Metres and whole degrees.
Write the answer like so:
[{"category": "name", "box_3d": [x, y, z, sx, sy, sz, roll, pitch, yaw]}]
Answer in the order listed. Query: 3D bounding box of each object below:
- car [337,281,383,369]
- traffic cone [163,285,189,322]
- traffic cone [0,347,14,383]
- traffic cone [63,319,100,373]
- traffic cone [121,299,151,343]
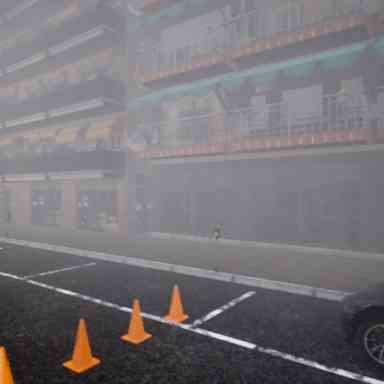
[{"category": "car", "box_3d": [4.135, 1.590, 4.035, 4.313, 1.339, 1.947, 0, 0, 36]}, {"category": "traffic cone", "box_3d": [-0.294, 1.986, 6.027, 0.340, 0.580, 0.340, 0, 0, 36]}, {"category": "traffic cone", "box_3d": [-2.044, 1.973, 3.591, 0.340, 0.580, 0.340, 0, 0, 36]}, {"category": "traffic cone", "box_3d": [-1.461, 1.977, 4.404, 0.340, 0.580, 0.340, 0, 0, 36]}, {"category": "traffic cone", "box_3d": [-0.877, 1.982, 5.215, 0.340, 0.580, 0.340, 0, 0, 36]}]
